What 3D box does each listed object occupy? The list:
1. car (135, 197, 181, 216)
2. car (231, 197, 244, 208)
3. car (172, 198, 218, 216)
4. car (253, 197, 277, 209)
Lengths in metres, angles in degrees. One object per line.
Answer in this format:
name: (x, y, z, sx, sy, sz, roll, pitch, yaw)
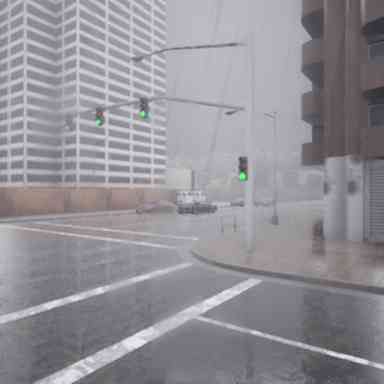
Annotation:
car: (-3.461, 1.511, 32.602, 1.812, 1.442, 4.674, 0, 0, 35)
car: (7.319, 1.491, 47.850, 1.882, 1.535, 5.008, 0, 0, 35)
car: (0.536, 1.589, 32.234, 1.895, 1.301, 4.718, 0, 0, 35)
car: (10.186, 1.431, 45.842, 1.812, 1.442, 4.674, 0, 0, 35)
